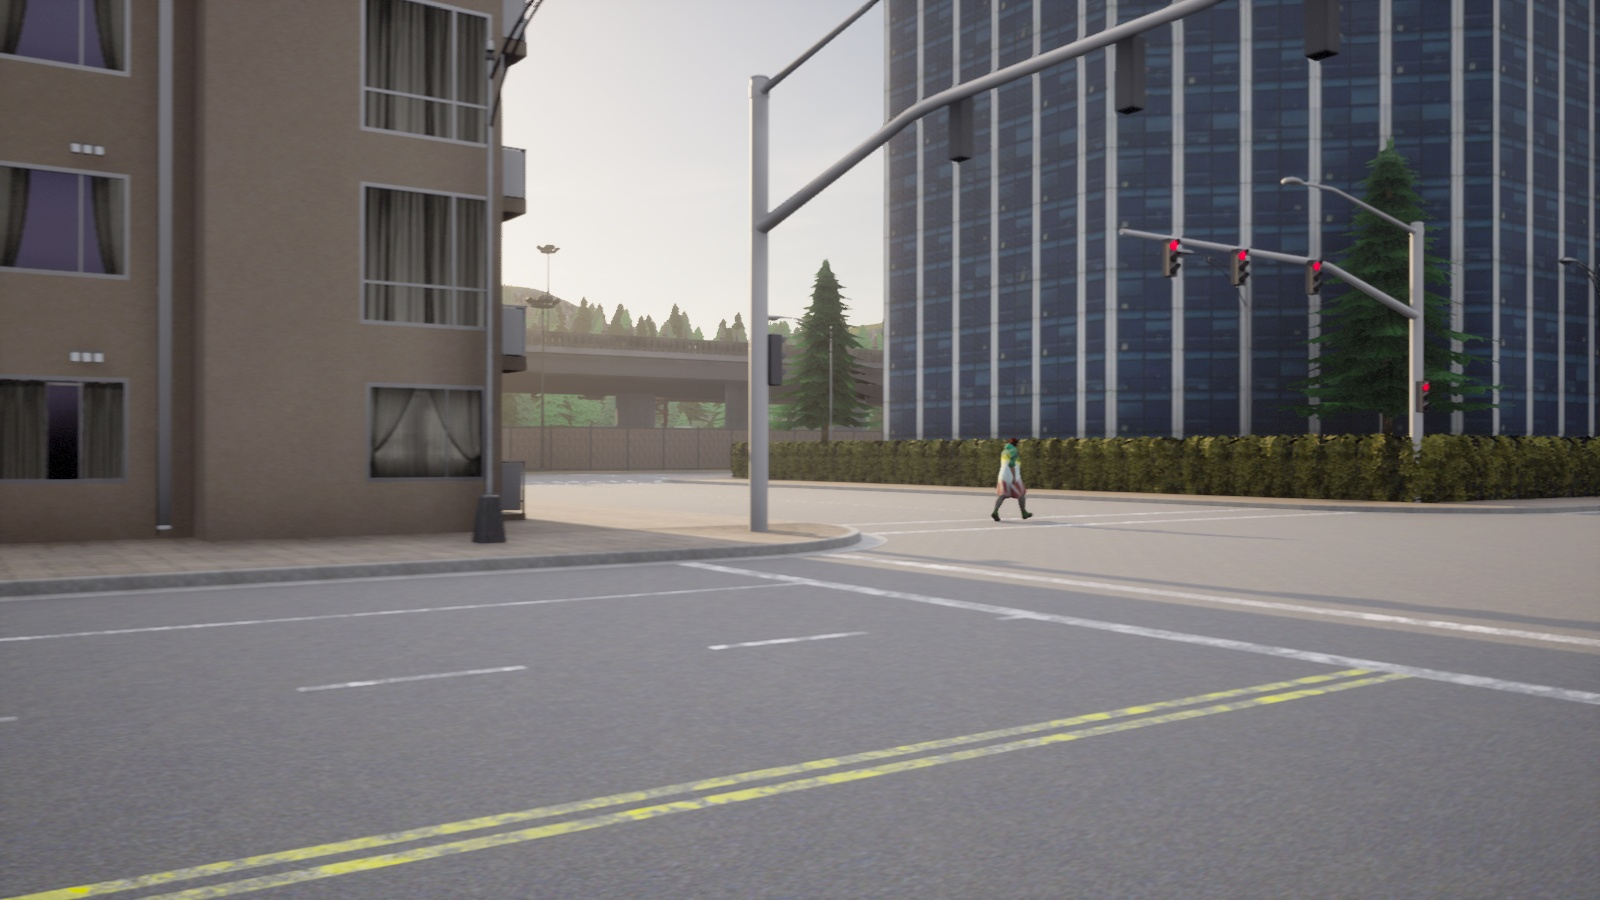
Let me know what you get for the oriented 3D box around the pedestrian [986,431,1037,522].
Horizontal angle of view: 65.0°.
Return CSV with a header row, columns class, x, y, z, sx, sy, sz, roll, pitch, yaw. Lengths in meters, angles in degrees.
class,x,y,z,sx,sy,sz,roll,pitch,yaw
pedestrian,4.608,0.571,27.374,0.873,1.952,0.659,0,0,-27
